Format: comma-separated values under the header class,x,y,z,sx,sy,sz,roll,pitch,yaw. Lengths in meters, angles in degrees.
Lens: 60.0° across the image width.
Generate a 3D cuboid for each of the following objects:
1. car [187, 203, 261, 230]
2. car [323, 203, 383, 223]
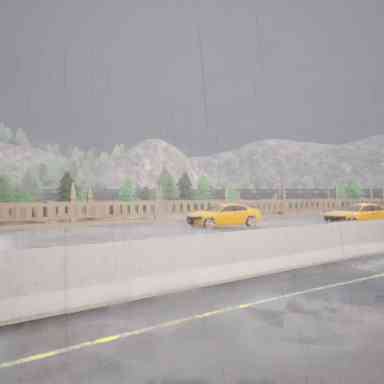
class,x,y,z,sx,sy,sz,roll,pitch,yaw
car,2.068,1.478,21.156,5.008,1.535,1.882,0,0,-27
car,10.753,1.477,21.386,5.008,1.535,1.882,0,0,-22
